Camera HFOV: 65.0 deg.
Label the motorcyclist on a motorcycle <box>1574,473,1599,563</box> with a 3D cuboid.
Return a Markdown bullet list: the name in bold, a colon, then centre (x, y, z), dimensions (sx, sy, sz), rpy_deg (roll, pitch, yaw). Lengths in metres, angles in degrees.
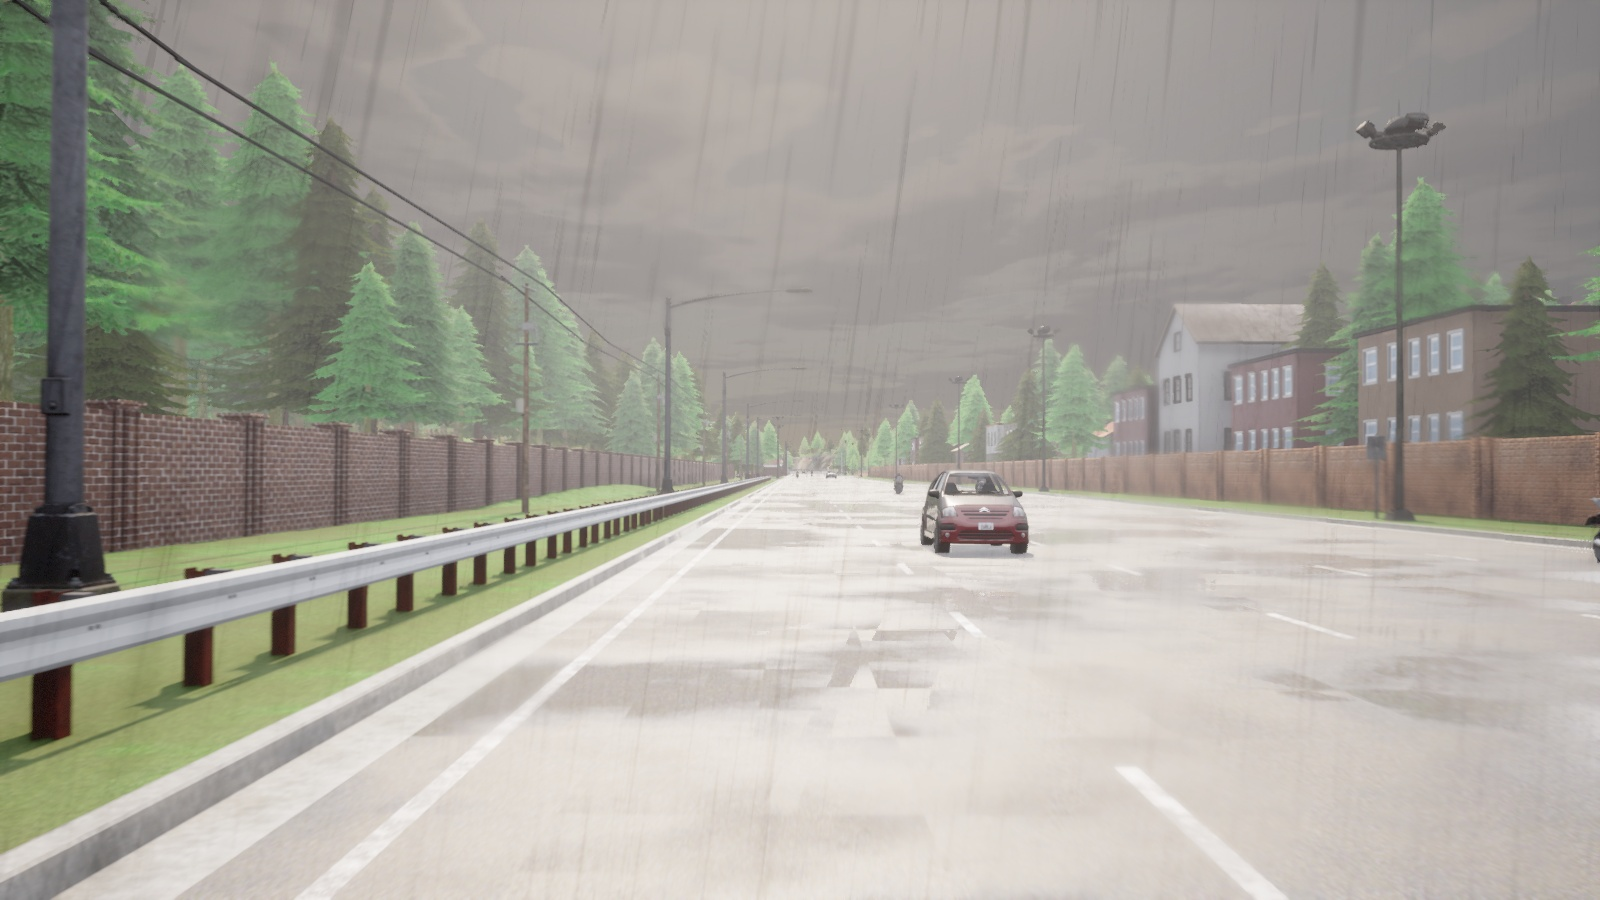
- **motorcyclist on a motorcycle**: centre (13.948, 1.142, 20.816), dimensions (0.866, 1.530, 2.191), rpy_deg (0, -1, 0)

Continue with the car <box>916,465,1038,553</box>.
- **car**: centre (3.437, 1.119, 25.107), dimensions (1.851, 1.617, 3.988), rpy_deg (0, -1, 0)
